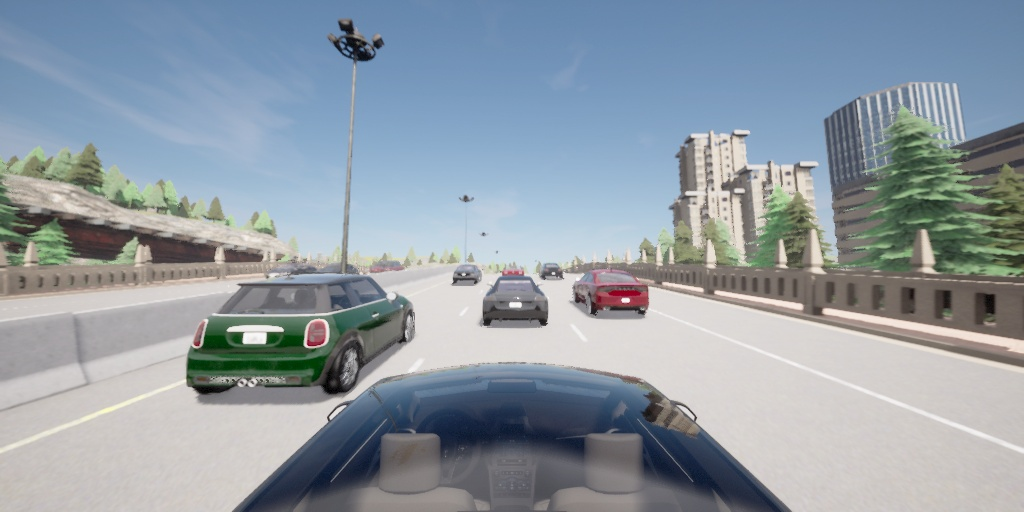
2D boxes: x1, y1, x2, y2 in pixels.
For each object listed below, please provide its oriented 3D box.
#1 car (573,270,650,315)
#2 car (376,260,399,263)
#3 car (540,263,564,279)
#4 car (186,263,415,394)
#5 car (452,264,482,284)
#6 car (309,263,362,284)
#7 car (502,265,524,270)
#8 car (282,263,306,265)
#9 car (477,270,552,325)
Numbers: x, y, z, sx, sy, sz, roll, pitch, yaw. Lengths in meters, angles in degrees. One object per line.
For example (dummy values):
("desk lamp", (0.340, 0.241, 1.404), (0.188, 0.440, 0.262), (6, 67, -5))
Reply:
("car", (3.597, 1.256, 13.812), (1.882, 1.535, 5.008), (0, 0, 0))
("car", (-10.602, 1.169, 30.039), (2.097, 1.767, 4.553), (0, 0, 0))
("car", (3.593, 1.350, 33.329), (1.812, 1.442, 4.674), (0, 0, 0))
("car", (-3.401, 1.114, 6.866), (2.097, 1.767, 4.553), (0, 0, 0))
("car", (-3.406, 1.359, 27.834), (2.033, 1.411, 5.357), (0, 0, 0))
("car", (-14.102, 1.320, 28.982), (1.837, 1.490, 4.892), (0, -1, 0))
("car", (0.093, 1.422, 31.775), (1.895, 1.301, 4.718), (0, 0, 0))
("car", (-17.601, 1.305, 28.858), (2.128, 1.511, 4.902), (0, 0, 0))
("car", (0.098, 1.338, 12.012), (1.994, 1.385, 4.181), (0, 0, 0))
